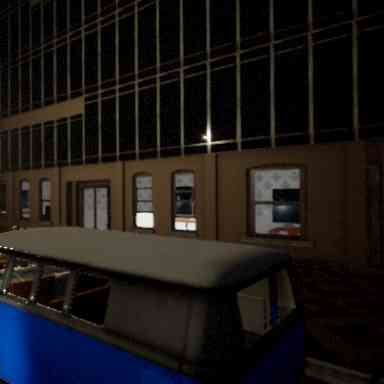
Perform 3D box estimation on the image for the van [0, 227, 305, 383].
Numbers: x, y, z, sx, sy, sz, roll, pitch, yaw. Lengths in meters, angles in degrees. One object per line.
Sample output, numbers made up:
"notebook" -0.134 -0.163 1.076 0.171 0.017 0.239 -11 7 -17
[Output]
"van" -0.872 1.342 3.508 3.998 1.788 1.690 0 -1 35
